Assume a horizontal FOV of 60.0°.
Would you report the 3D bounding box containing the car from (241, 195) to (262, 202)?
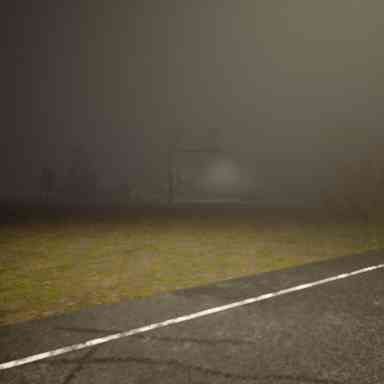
[{"bbox_3d":[11.506,1.269,64.398,1.994,1.385,4.181,0,0,-34],"label":"car"}]
